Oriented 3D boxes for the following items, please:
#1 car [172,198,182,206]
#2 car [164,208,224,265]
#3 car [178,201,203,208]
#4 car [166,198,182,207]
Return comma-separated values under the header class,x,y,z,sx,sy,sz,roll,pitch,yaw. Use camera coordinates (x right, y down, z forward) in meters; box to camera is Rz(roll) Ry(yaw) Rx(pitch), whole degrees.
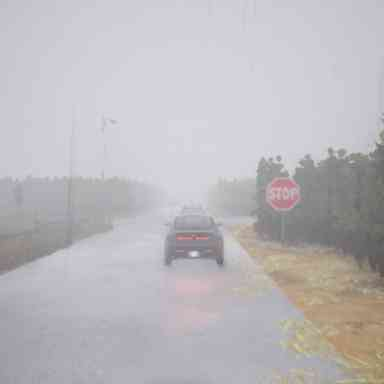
class,x,y,z,sx,sy,sz,roll,pitch,yaw
car,-3.099,2.071,69.929,1.882,1.535,5.008,0,-2,0
car,0.073,1.518,11.821,1.837,1.490,4.892,0,0,0
car,0.067,1.698,28.967,1.895,1.301,4.718,-1,0,0
car,-3.163,1.741,54.666,1.837,1.490,4.892,0,-1,0
